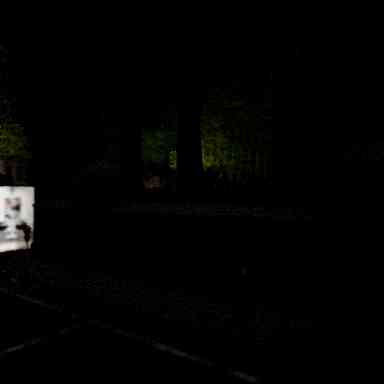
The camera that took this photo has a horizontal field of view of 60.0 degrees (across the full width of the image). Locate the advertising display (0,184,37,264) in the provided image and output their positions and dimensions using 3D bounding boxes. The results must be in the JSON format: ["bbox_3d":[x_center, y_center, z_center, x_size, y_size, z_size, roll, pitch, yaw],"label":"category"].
[{"bbox_3d":[-5.736,0.976,10.579,0.280,2.440,1.540,0,0,36],"label":"advertising display"}]
